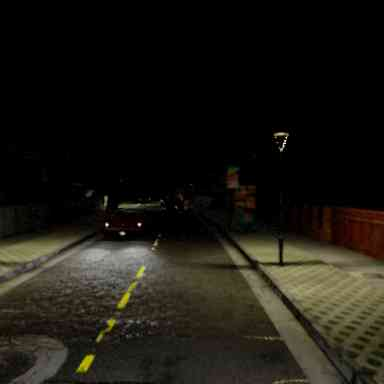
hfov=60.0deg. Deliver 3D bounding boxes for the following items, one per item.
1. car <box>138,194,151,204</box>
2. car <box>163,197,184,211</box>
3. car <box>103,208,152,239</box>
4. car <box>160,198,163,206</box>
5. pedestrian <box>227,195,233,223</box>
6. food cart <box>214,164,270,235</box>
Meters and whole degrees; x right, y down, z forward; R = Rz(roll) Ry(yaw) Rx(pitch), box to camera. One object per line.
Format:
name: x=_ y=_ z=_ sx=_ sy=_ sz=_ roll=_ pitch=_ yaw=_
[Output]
car: x=-8.452 y=1.201 z=58.788 sx=2.097 sy=1.767 sz=4.553 roll=0 pitch=0 yaw=-11
car: x=-2.034 y=1.370 z=38.273 sx=1.837 sy=1.490 sz=4.892 roll=0 pitch=0 yaw=-8
car: x=-3.160 y=1.528 z=16.957 sx=1.895 sy=1.301 sz=4.718 roll=0 pitch=0 yaw=-3
car: x=-3.772 y=1.395 z=50.792 sx=2.033 sy=1.411 sz=5.357 roll=0 pitch=0 yaw=-12
pedestrian: x=2.498 y=1.084 z=21.830 sx=0.375 sy=1.860 sz=0.375 roll=-1 pitch=1 yaw=-12
food cart: x=2.670 y=0.383 z=19.045 sx=2.280 sy=3.560 sz=4.660 roll=0 pitch=1 yaw=-3
